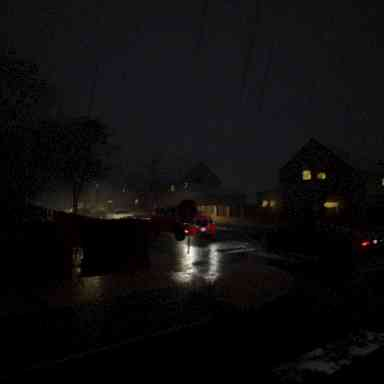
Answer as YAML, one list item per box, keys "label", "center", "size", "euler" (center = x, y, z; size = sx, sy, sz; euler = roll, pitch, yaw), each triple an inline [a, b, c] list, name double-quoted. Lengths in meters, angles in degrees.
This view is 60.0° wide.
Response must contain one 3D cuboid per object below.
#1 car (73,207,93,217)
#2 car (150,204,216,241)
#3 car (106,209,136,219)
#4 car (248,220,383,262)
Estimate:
- label: "car"
  center: [-14.940, 2.725, 45.492]
  size: [1.994, 1.385, 4.181]
  euler: [0, -1, -29]
- label: "car"
  center: [-0.750, 1.755, 20.603]
  size: [2.150, 2.045, 5.566]
  euler: [0, -1, -30]
- label: "car"
  center: [-6.773, 2.325, 31.133]
  size: [1.812, 1.442, 4.674]
  euler: [0, -1, -30]
- label: "car"
  center: [4.882, 1.877, 13.722]
  size: [2.033, 1.411, 5.357]
  euler: [-1, -1, -40]
